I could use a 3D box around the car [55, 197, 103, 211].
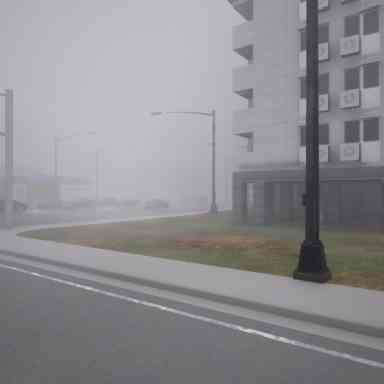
[{"bbox_3d":[-14.045,1.491,41.572,2.128,1.511,4.902,0,0,30],"label":"car"}]

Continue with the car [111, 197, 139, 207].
[{"bbox_3d":[-9.911,1.601,50.860,1.895,1.301,4.718,0,0,16],"label":"car"}]

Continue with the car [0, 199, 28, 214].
[{"bbox_3d":[-19.348,1.478,33.714,1.882,1.535,5.008,0,0,36],"label":"car"}]

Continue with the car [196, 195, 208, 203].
[{"bbox_3d":[2.049,1.353,69.977,2.097,1.767,4.553,0,0,-8],"label":"car"}]

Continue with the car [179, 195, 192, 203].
[{"bbox_3d":[-1.401,1.351,69.742,2.097,1.767,4.553,0,0,-8],"label":"car"}]

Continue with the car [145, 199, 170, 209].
[{"bbox_3d":[-4.589,1.564,44.535,1.994,1.385,4.181,0,0,23],"label":"car"}]

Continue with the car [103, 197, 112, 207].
[{"bbox_3d":[-13.337,1.478,51.662,1.882,1.535,5.008,0,0,16],"label":"car"}]

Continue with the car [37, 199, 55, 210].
[{"bbox_3d":[-17.560,1.564,42.491,1.994,1.385,4.181,0,0,31],"label":"car"}]
